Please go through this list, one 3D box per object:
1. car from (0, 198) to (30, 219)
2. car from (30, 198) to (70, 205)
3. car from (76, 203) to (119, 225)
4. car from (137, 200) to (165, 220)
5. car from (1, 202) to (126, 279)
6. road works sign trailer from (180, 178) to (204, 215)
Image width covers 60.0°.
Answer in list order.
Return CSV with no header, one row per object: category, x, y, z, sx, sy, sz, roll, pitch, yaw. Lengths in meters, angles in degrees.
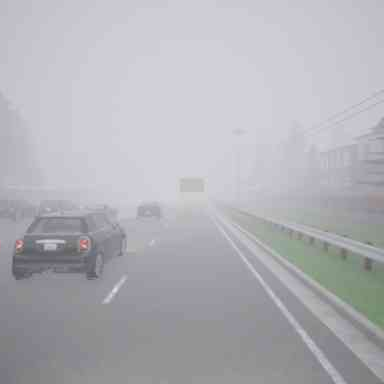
car,-13.906,1.311,26.222,2.097,1.767,4.553,0,0,0
car,-10.406,1.311,26.212,2.097,1.767,4.553,0,0,0
car,-6.905,1.562,24.908,1.895,1.301,4.718,0,0,0
car,-3.405,1.434,28.061,1.882,1.535,5.008,0,0,0
car,-3.404,1.336,10.129,2.097,1.767,4.553,0,0,0
road works sign trailer,-0.005,0.415,32.120,2.380,3.560,2.880,0,0,0
